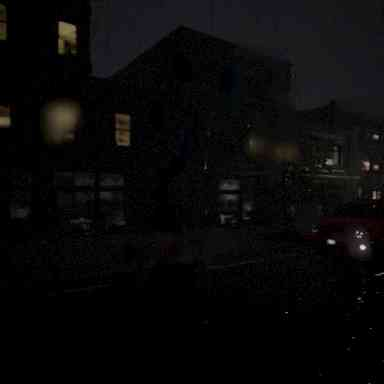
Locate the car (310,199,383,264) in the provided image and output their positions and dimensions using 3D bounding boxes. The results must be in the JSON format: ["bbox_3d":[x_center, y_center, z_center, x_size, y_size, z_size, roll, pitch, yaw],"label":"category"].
[{"bbox_3d":[6.832,1.303,12.552,5.566,2.045,2.150,0,0,-35],"label":"car"}]
